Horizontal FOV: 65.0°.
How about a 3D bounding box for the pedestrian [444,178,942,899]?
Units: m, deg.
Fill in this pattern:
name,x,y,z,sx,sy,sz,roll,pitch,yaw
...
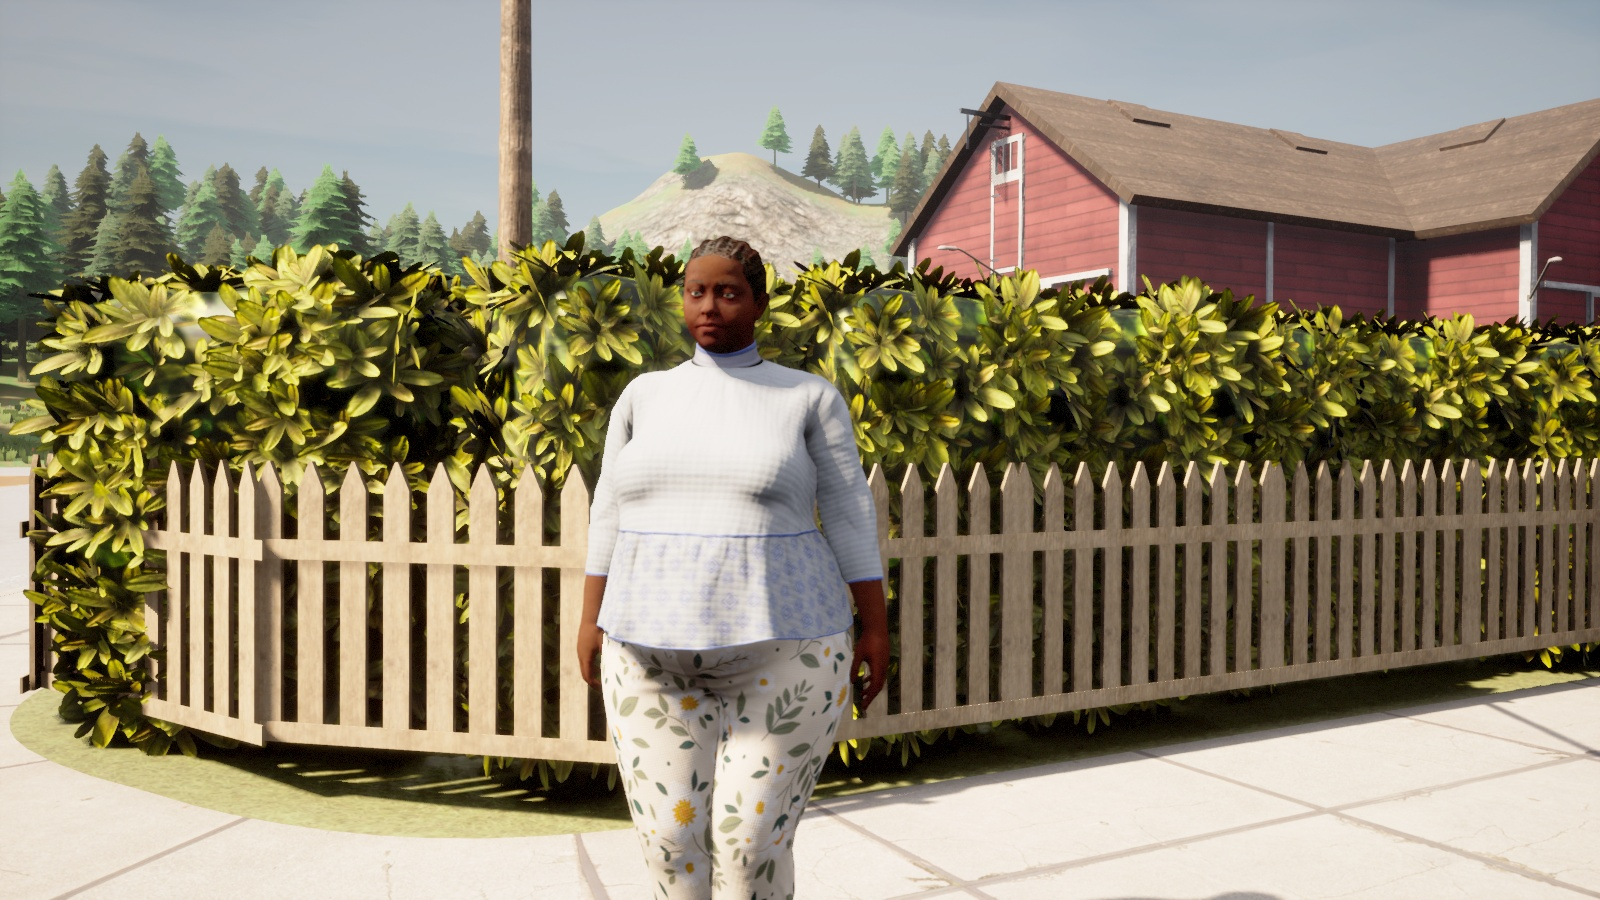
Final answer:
name,x,y,z,sx,sy,sz,roll,pitch,yaw
pedestrian,-0.171,0.424,2.858,0.874,1.855,0.900,-1,1,12
